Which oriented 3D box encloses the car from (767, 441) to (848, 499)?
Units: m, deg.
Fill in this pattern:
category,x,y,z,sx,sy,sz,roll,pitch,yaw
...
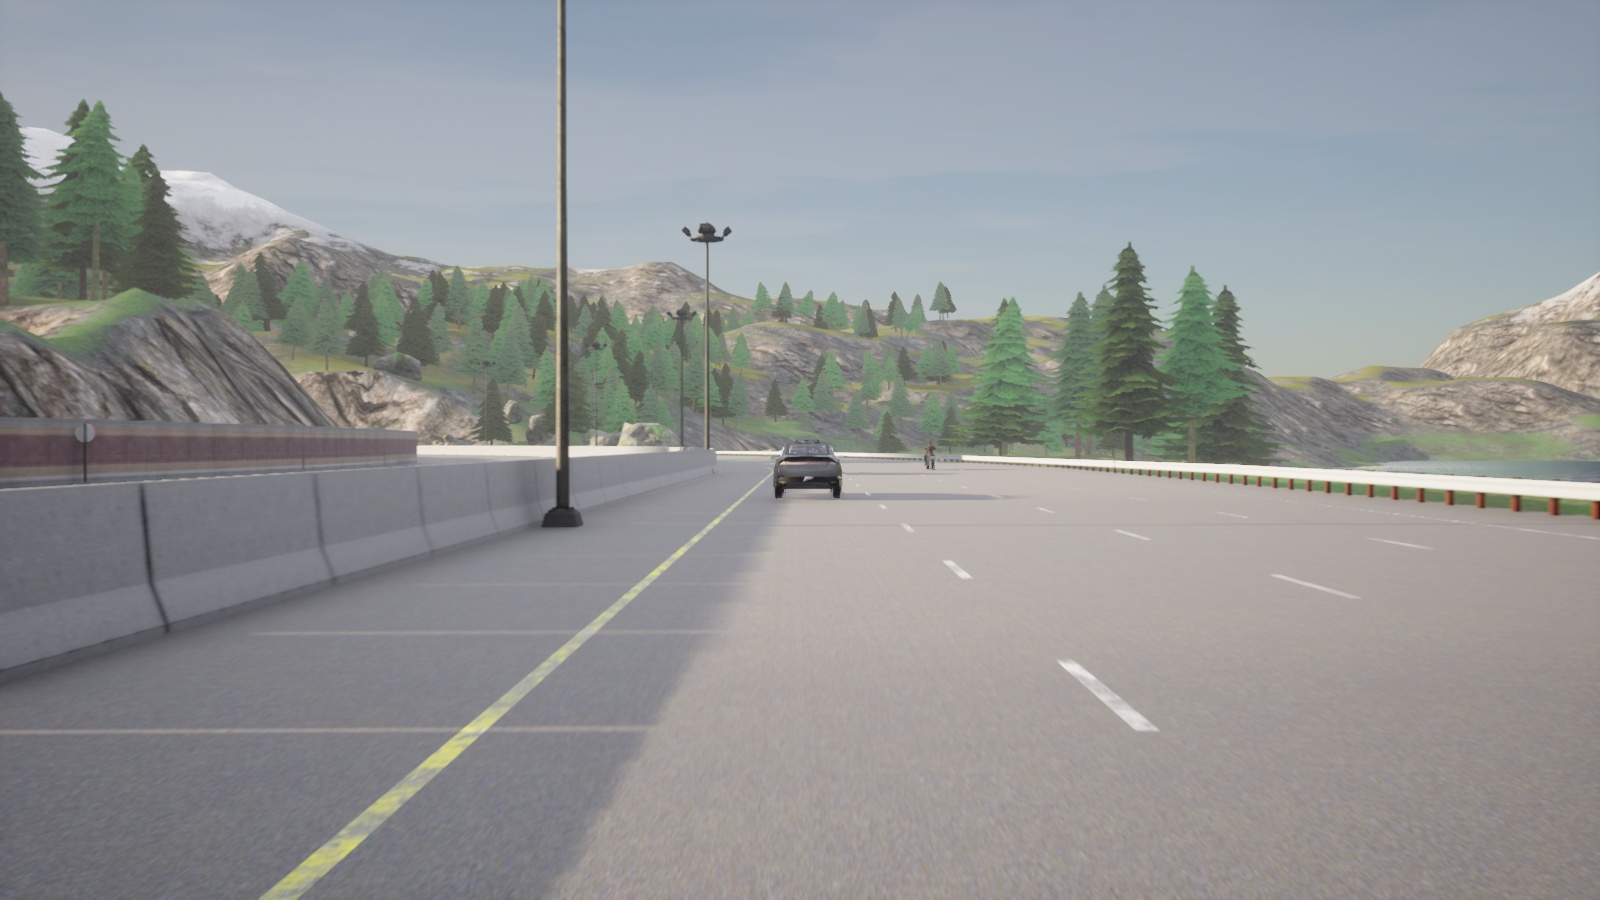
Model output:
category,x,y,z,sx,sy,sz,roll,pitch,yaw
car,0.218,0.505,35.402,2.128,1.511,4.902,0,0,0
